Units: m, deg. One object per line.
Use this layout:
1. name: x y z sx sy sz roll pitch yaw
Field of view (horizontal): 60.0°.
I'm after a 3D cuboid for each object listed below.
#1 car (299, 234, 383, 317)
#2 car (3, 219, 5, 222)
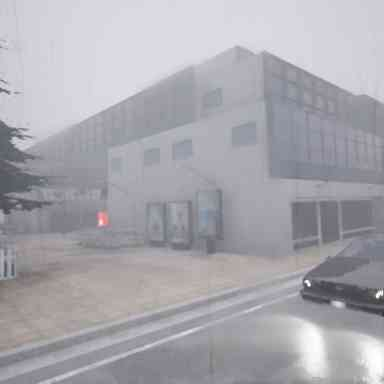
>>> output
1. car: 4.792 1.780 8.126 5.357 1.411 2.033 0 -4 -41
2. car: -44.620 6.715 80.969 1.845 1.501 3.633 0 -4 -42
